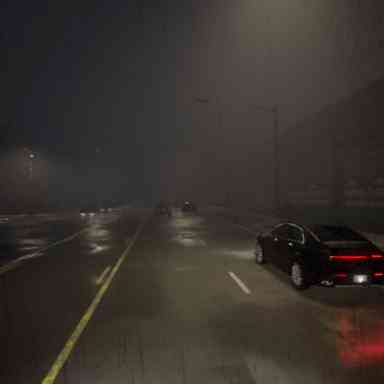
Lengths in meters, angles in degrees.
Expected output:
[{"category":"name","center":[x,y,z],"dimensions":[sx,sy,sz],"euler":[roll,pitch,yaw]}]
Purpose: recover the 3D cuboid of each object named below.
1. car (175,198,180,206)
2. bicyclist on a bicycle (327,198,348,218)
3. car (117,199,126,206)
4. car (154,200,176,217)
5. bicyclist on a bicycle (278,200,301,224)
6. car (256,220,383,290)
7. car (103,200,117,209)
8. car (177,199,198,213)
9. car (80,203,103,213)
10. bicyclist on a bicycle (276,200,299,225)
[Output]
[{"category":"car","center":[-2.572,2.095,66.682],"dimensions":[2.097,1.767,4.553],"euler":[-1,-1,-6]},{"category":"bicyclist on a bicycle","center":[11.933,1.336,27.344],"dimensions":[1.656,1.620,0.582],"euler":[-1,0,39]},{"category":"car","center":[-18.213,2.653,82.001],"dimensions":[1.882,1.535,5.008],"euler":[-1,0,-6]},{"category":"car","center":[-3.293,2.009,37.901],"dimensions":[2.033,1.411,5.357],"euler":[-1,-1,-6]},{"category":"bicyclist on a bicycle","center":[7.056,1.403,24.086],"dimensions":[1.656,1.620,0.582],"euler":[-1,0,-32]},{"category":"car","center":[3.202,1.536,9.220],"dimensions":[1.837,1.490,4.892],"euler":[0,0,-6]},{"category":"car","center":[-16.640,2.526,65.723],"dimensions":[1.837,1.490,4.892],"euler":[-1,0,-6]},{"category":"car","center":[-0.384,1.956,44.044],"dimensions":[2.128,1.511,4.902],"euler":[-1,-1,-6]},{"category":"car","center":[-15.150,2.377,49.617],"dimensions":[2.033,1.411,5.357],"euler":[-1,-1,-5]},{"category":"bicyclist on a bicycle","center":[6.592,1.481,23.239],"dimensions":[1.656,1.620,0.582],"euler":[-9,1,3]}]
